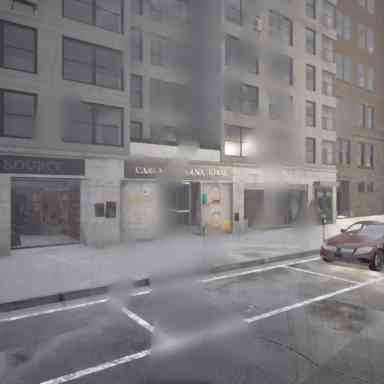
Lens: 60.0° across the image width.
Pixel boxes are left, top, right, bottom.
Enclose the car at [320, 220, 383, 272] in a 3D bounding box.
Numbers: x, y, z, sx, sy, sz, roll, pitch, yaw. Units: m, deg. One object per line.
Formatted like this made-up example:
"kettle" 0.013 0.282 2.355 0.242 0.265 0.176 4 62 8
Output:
"car" 5.907 1.582 10.778 4.206 1.307 1.802 0 0 -36
